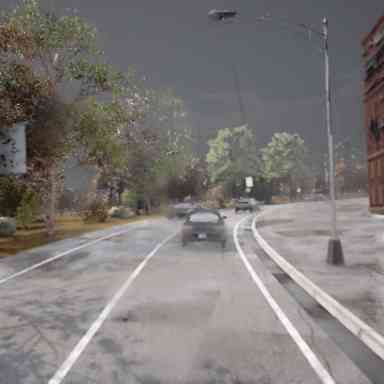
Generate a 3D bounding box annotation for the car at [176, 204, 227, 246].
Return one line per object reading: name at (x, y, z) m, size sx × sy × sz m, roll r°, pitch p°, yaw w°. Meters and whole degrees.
car at (0.607, 1.515, 15.020) m, size 1.812 × 1.442 × 4.674 m, roll -1°, pitch 0°, yaw 5°

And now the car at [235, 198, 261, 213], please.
car at (5.995, 1.376, 35.482) m, size 2.128 × 1.511 × 4.902 m, roll -3°, pitch -1°, yaw 24°

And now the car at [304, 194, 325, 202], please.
car at (22.693, 1.077, 61.642) m, size 4.902 × 1.511 × 2.128 m, roll -2°, pitch -3°, yaw -37°

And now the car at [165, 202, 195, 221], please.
car at (-0.545, 1.585, 28.004) m, size 2.033 × 1.411 × 5.357 m, roll -2°, pitch 0°, yaw 16°
